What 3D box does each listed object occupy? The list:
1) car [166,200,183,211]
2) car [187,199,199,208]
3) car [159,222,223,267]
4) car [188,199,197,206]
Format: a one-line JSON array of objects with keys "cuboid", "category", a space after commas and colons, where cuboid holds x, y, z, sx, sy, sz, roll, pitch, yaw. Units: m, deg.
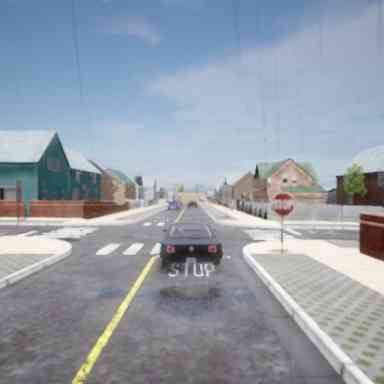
[{"cuboid": [-2.767, 2.094, 50.582, 1.812, 1.442, 4.674, 0, -1, 0], "category": "car"}, {"cuboid": [0.119, 2.263, 62.204, 1.837, 1.490, 4.892, 0, -1, 1], "category": "car"}, {"cuboid": [-0.107, 1.702, 11.819, 1.895, 1.301, 4.718, 0, -1, -2], "category": "car"}, {"cuboid": [0.092, 2.268, 73.516, 1.882, 1.535, 5.008, 0, -1, 0], "category": "car"}]
